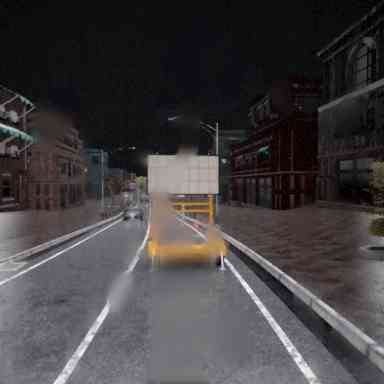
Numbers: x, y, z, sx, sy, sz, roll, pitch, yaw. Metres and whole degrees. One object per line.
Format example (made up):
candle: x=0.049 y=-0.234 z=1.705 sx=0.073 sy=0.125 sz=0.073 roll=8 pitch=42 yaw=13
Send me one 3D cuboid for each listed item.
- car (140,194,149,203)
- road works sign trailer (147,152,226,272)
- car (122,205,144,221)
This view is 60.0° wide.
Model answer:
car: x=-11.657 y=1.633 z=81.487 sx=2.150 sy=2.045 sz=5.566 roll=0 pitch=1 yaw=-7
road works sign trailer: x=-0.301 y=0.497 z=10.956 sx=2.380 sy=3.560 sz=2.880 roll=0 pitch=-1 yaw=-9
car: x=-5.873 y=2.111 z=33.522 sx=2.128 sy=1.511 sz=4.902 roll=0 pitch=-2 yaw=-7
